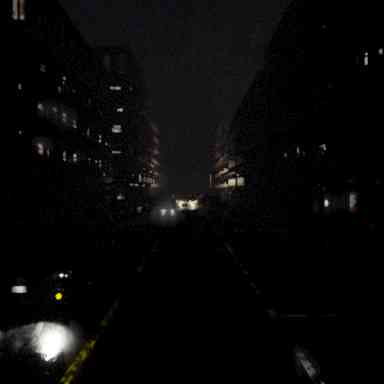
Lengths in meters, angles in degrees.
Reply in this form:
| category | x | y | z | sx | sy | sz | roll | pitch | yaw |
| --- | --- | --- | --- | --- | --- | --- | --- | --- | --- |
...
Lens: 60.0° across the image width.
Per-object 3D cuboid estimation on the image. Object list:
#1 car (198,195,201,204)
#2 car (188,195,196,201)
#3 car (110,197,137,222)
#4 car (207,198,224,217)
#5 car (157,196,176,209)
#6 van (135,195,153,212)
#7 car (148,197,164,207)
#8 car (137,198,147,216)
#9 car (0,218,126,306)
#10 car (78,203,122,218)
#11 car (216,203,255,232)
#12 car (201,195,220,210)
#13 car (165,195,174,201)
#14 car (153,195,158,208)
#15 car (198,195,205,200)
| category | x | y | z | sx | sy | sz | roll | pitch | yaw |
| --- | --- | --- | --- | --- | --- | --- | --- | --- | --- |
| car | 2.618 | 1.321 | 53.322 | 2.192 | 1.841 | 5.009 | -1 | 0 | 0 |
| car | -0.088 | 1.450 | 81.319 | 1.994 | 1.385 | 4.181 | 0 | 0 | 0 |
| car | -5.696 | 1.442 | 25.331 | 1.967 | 1.590 | 4.097 | -1 | 0 | 0 |
| car | 2.646 | 1.528 | 31.084 | 1.752 | 1.417 | 4.829 | -1 | 0 | 0 |
| car | -3.135 | 1.568 | 44.317 | 1.994 | 1.385 | 4.181 | 0 | 0 | 0 |
| van | -5.710 | 1.345 | 36.535 | 1.690 | 1.788 | 3.998 | -1 | 0 | 0 |
| car | -5.766 | 1.557 | 53.342 | 2.008 | 1.369 | 4.403 | -1 | 0 | 0 |
| car | -5.701 | 1.554 | 30.933 | 2.008 | 1.369 | 4.403 | -1 | 0 | 0 |
| car | -3.092 | 1.564 | 7.985 | 1.994 | 1.385 | 4.181 | 0 | 0 | 1 |
| car | -5.688 | 1.584 | 19.730 | 1.802 | 1.307 | 4.206 | -1 | 0 | 0 |
| car | 2.659 | 1.584 | 19.710 | 1.802 | 1.307 | 4.206 | -1 | 0 | 0 |
| car | 2.630 | 1.319 | 42.118 | 2.192 | 1.841 | 5.009 | -1 | 0 | 0 |
| car | -5.795 | 1.563 | 86.954 | 2.008 | 1.369 | 4.403 | -1 | 0 | 0 |
| car | -5.746 | 1.320 | 47.740 | 2.192 | 1.841 | 5.009 | -1 | 0 | 0 |
| car | 2.578 | 1.539 | 92.706 | 1.752 | 1.417 | 4.829 | -1 | 0 | 0 |
